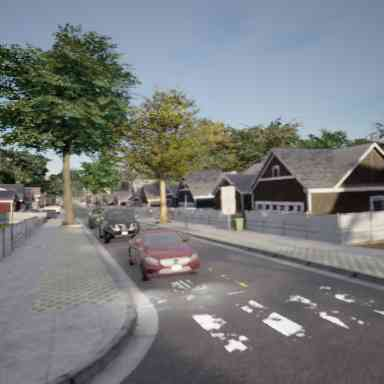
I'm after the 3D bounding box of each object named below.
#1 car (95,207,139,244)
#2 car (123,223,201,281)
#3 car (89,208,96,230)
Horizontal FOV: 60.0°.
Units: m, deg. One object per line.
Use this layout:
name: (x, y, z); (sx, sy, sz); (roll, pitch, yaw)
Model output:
car: (-4.907, 2.153, 22.155); (2.150, 2.045, 5.566); (-2, -1, -20)
car: (-1.187, 2.074, 12.061); (1.812, 1.442, 4.674); (-2, -2, -18)
car: (-9.163, 2.593, 33.568); (2.150, 2.045, 5.566); (-2, -2, -20)
